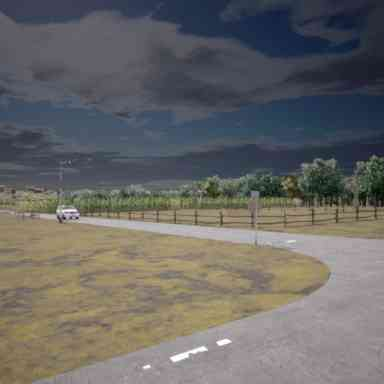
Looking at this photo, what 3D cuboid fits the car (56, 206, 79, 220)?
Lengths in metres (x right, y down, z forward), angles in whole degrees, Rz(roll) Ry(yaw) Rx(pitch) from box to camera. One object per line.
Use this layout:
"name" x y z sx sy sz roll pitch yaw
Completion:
"car" -18.710 3.052 49.936 2.150 2.045 5.566 1 -3 -35
